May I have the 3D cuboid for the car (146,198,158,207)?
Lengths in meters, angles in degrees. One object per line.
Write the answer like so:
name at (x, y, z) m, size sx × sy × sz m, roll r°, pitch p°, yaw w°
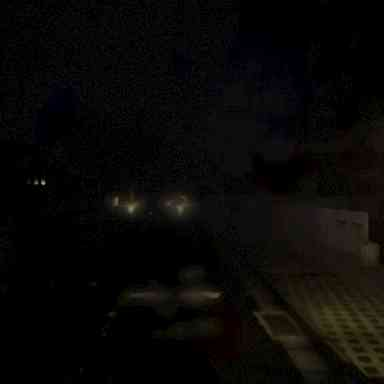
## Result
car at (-6.682, 1.771, 55.315) m, size 1.895 × 1.301 × 4.718 m, roll 0°, pitch 0°, yaw -8°

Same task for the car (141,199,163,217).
car at (-3.851, 1.632, 32.349) m, size 2.033 × 1.411 × 5.357 m, roll 0°, pitch 0°, yaw -6°
